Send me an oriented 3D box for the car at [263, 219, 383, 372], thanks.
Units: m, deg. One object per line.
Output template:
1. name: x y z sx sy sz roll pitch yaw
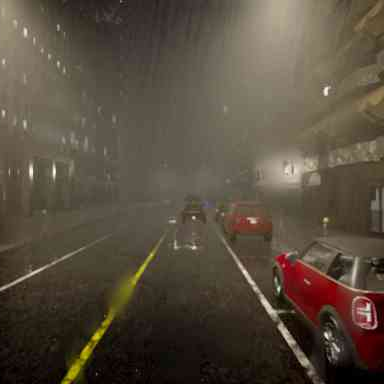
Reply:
1. car: 2.698 1.471 5.725 1.967 1.590 4.097 0 0 0

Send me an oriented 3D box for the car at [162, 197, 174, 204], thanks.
1. car: -5.595 1.855 73.519 1.967 1.590 4.097 0 0 0

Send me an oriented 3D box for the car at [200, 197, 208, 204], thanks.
1. car: 2.793 1.994 79.155 1.887 1.381 4.507 0 0 0

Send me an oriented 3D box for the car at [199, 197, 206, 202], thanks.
1. car: 2.808 2.045 90.623 1.752 1.417 4.829 0 0 0

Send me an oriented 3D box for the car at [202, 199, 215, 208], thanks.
1. car: 2.764 1.881 56.561 1.947 1.339 4.313 0 0 0

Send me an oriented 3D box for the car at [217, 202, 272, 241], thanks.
1. car: 2.713 1.406 17.023 2.192 1.841 5.009 0 0 0

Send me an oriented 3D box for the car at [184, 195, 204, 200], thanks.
1. car: 0.162 1.461 44.424 2.150 2.045 5.566 0 -1 0

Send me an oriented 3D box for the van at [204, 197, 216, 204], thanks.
1. van: 2.756 1.623 50.914 1.690 1.788 3.998 0 0 0

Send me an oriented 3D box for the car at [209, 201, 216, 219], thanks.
1. car: 2.727 1.733 28.319 1.802 1.307 4.206 0 0 0

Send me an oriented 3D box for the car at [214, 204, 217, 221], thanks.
1. car: 2.720 1.703 22.670 1.802 1.307 4.206 0 0 0

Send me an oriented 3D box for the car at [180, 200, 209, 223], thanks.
1. car: 0.137 1.651 27.062 1.837 1.490 4.892 0 0 0
